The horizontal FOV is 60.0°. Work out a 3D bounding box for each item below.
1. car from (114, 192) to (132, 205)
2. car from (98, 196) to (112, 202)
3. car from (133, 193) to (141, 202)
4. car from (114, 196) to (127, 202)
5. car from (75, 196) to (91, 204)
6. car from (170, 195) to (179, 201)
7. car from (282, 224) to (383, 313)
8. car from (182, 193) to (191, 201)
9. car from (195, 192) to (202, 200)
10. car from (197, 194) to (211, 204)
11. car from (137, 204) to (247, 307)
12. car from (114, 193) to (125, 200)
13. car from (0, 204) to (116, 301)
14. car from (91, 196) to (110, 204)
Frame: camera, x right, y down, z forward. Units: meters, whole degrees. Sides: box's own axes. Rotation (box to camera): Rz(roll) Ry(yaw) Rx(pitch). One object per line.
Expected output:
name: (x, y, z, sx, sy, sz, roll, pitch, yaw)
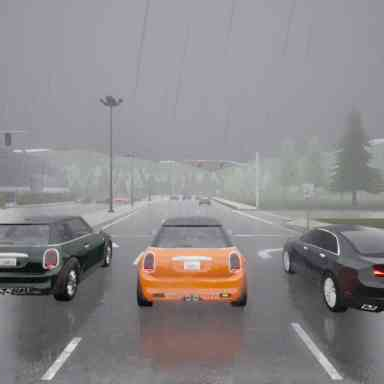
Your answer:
car: (-12.902, 1.351, 60.925, 2.097, 1.767, 4.553, 0, 0, 0)
car: (-19.850, 1.594, 76.247, 1.895, 1.301, 4.718, 0, 0, 0)
car: (-12.850, 1.552, 76.255, 1.994, 1.385, 4.181, 0, 0, 0)
car: (-16.350, 1.594, 76.232, 1.895, 1.301, 4.718, 0, 0, 0)
car: (-19.889, 1.491, 60.946, 2.128, 1.511, 4.902, 0, 0, 0)
car: (-4.860, 1.494, 88.543, 1.837, 1.490, 4.892, 0, 0, 0)
car: (3.499, 1.505, 7.653, 1.837, 1.490, 4.892, 0, 0, 0)
car: (-1.360, 1.220, 88.282, 2.150, 2.045, 5.566, 0, 0, 0)
car: (2.140, 1.519, 88.619, 1.812, 1.442, 4.674, 0, 0, 0)
car: (2.166, 1.525, 57.241, 1.812, 1.442, 4.674, 0, 0, 0)
car: (0.000, 1.352, 8.150, 2.097, 1.767, 4.553, 0, 0, 0)
car: (-19.863, 1.243, 91.701, 2.097, 1.767, 4.553, 0, 0, 0)
car: (-3.500, 1.352, 8.472, 2.097, 1.767, 4.553, 0, 0, 0)
car: (-16.396, 1.563, 60.947, 1.994, 1.385, 4.181, 0, 0, 1)
